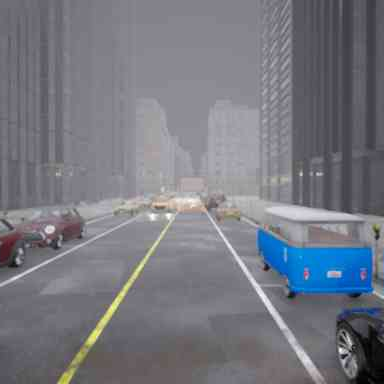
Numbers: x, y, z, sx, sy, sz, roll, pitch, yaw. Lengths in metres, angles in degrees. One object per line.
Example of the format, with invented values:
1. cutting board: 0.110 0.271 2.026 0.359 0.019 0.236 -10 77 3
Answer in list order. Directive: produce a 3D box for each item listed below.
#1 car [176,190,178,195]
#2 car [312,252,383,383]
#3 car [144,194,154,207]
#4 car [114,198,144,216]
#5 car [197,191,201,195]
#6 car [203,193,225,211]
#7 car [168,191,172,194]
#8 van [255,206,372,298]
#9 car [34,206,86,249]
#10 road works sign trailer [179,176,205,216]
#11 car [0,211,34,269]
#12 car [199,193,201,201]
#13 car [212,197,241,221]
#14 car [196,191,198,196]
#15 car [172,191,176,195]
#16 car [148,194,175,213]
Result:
1. car: -5.871 0.751 92.677 2.192 1.841 5.009 0 0 0
2. car: 2.667 1.549 2.428 1.947 1.339 4.313 0 0 0
3. car: -5.866 1.296 41.748 1.752 1.417 4.829 0 0 0
4. car: -5.871 1.353 30.435 1.752 1.417 4.829 0 0 1
5. car: 2.657 1.034 70.095 1.967 1.590 4.097 0 0 0
6. car: 2.661 1.116 36.257 2.192 1.841 5.009 0 0 0
7. car: -5.869 1.034 70.119 1.967 1.590 4.097 0 0 0
8. van: 2.665 1.288 8.065 1.690 1.788 3.998 0 0 0
9. car: -5.861 1.353 13.718 1.967 1.590 4.097 0 0 0
10. road works sign trailer: -0.004 0.291 30.718 2.380 3.560 2.880 0 0 0
11. car: -5.860 1.386 8.080 1.967 1.590 4.097 0 0 0
12. car: 2.659 1.222 58.818 2.008 1.369 4.403 0 0 0
13. car: 2.663 1.380 25.190 1.752 1.417 4.829 0 0 1
14. car: 2.656 1.060 81.374 1.887 1.381 4.507 0 0 0
15. car: -5.871 1.041 87.038 1.947 1.339 4.313 0 0 0
16. car: -3.101 1.286 34.554 1.882 1.535 5.008 0 0 0
